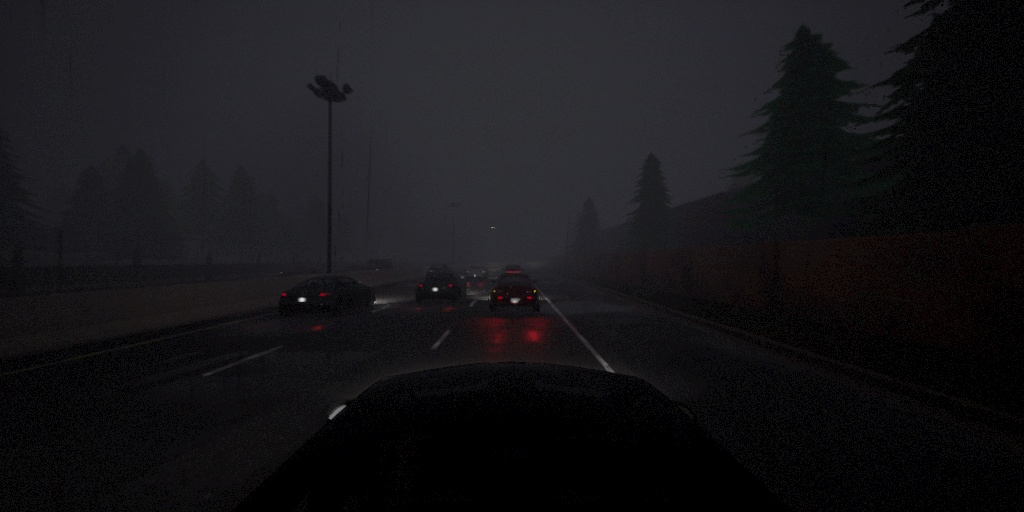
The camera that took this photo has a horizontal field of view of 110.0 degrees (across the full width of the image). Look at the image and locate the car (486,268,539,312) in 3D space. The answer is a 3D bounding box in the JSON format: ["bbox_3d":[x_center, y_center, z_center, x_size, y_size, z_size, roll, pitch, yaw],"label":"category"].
[{"bbox_3d":[0.099,1.402,14.906,1.812,1.442,4.674,0,0,0],"label":"car"}]

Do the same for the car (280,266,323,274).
[{"bbox_3d":[-21.081,1.681,35.996,1.895,1.301,4.718,0,-1,0],"label":"car"}]

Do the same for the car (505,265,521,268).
[{"bbox_3d":[0.106,1.565,33.990,1.837,1.490,4.892,0,0,0],"label":"car"}]

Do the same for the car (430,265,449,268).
[{"bbox_3d":[-6.894,1.557,34.578,2.128,1.511,4.902,0,0,0],"label":"car"}]

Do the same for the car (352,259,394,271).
[{"bbox_3d":[-14.081,1.314,37.330,2.150,2.045,5.566,0,-1,0],"label":"car"}]

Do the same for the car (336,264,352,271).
[{"bbox_3d":[-17.574,1.617,39.279,1.837,1.490,4.892,0,-1,0],"label":"car"}]

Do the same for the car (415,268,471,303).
[{"bbox_3d":[-3.398,1.469,17.877,1.994,1.385,4.181,0,0,0],"label":"car"}]

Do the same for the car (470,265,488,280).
[{"bbox_3d":[-3.394,1.596,35.187,1.812,1.442,4.674,0,0,0],"label":"car"}]

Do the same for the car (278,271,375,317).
[{"bbox_3d":[-6.899,1.431,13.787,1.994,1.385,4.181,0,0,0],"label":"car"}]
